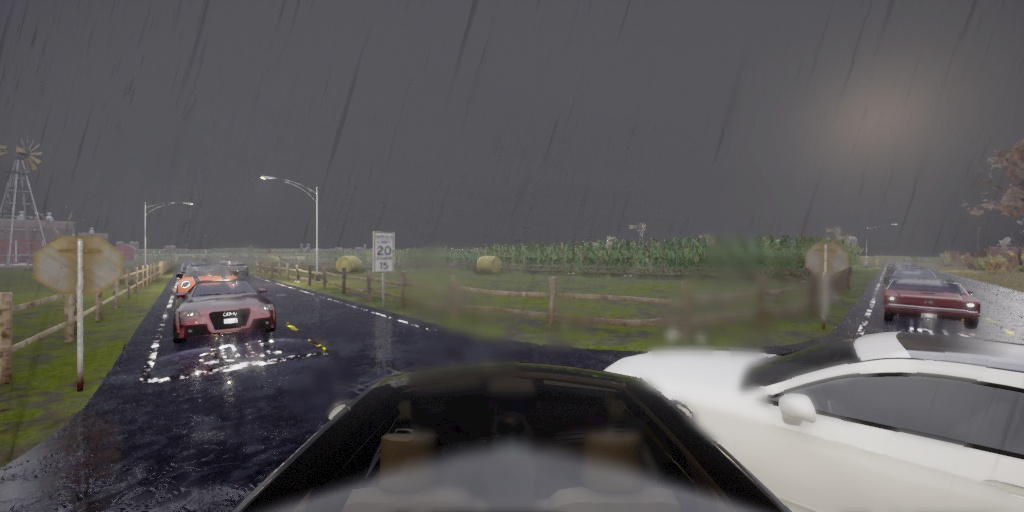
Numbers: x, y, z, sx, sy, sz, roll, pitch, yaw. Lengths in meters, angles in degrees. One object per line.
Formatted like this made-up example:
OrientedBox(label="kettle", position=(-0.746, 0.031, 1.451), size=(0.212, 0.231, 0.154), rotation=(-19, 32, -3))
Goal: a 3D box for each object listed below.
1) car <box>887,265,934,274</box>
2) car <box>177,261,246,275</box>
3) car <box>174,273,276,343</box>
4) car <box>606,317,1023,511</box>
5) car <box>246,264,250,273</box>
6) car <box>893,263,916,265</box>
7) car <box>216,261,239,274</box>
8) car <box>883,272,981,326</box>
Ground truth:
OrientedBox(label="car", position=(20.427, 1.364, 18.282), size=(5.357, 1.411, 2.033), rotation=(0, 1, -43))
OrientedBox(label="car", position=(-13.869, 1.148, 16.401), size=(2.097, 1.767, 4.553), rotation=(0, 0, -42))
OrientedBox(label="car", position=(-8.031, 1.359, 9.973), size=(1.994, 1.385, 4.181), rotation=(0, 0, -43))
OrientedBox(label="car", position=(2.819, 1.293, 2.489), size=(1.812, 1.442, 4.674), rotation=(0, 1, -44))
OrientedBox(label="car", position=(-27.316, 1.300, 35.504), size=(2.128, 1.511, 4.902), rotation=(0, 0, -42))
OrientedBox(label="car", position=(27.122, 1.402, 24.600), size=(4.181, 1.385, 1.994), rotation=(0, 1, -43))
OrientedBox(label="car", position=(-34.107, 1.325, 42.897), size=(1.837, 1.490, 4.892), rotation=(0, 0, -42))
OrientedBox(label="car", position=(13.412, 1.398, 11.651), size=(4.718, 1.301, 1.895), rotation=(0, 1, -44))
